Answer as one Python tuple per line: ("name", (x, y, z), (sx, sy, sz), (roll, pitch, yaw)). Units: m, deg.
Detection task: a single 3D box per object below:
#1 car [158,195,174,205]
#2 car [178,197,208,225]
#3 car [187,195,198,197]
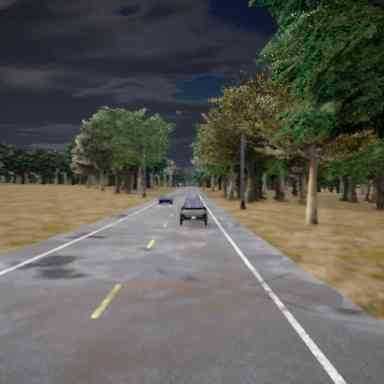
("car", (-3.501, 1.041, 45.243), (1.895, 1.301, 4.718), (0, 1, 0))
("car", (0.100, 1.351, 23.099), (2.128, 1.511, 4.902), (0, 1, 0))
("car", (0.097, 1.047, 42.020), (2.033, 1.411, 5.357), (0, 1, 0))
